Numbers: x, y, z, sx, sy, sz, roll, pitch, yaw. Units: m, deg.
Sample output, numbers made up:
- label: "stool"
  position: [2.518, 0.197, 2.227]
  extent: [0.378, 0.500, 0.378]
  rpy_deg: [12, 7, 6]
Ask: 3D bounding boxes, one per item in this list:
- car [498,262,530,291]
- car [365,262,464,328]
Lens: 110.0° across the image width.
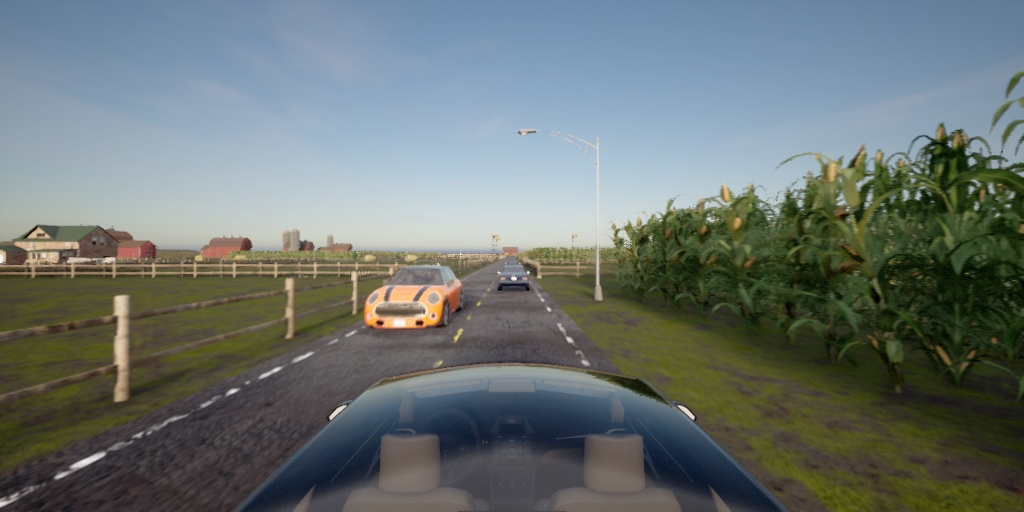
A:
- label: "car"
  position: [0.106, 1.280, 21.954]
  extent: [2.033, 1.411, 5.357]
  rpy_deg: [0, 0, 0]
- label: "car"
  position: [-2.820, 1.093, 11.270]
  extent: [2.097, 1.767, 4.553]
  rpy_deg: [0, 0, 0]
